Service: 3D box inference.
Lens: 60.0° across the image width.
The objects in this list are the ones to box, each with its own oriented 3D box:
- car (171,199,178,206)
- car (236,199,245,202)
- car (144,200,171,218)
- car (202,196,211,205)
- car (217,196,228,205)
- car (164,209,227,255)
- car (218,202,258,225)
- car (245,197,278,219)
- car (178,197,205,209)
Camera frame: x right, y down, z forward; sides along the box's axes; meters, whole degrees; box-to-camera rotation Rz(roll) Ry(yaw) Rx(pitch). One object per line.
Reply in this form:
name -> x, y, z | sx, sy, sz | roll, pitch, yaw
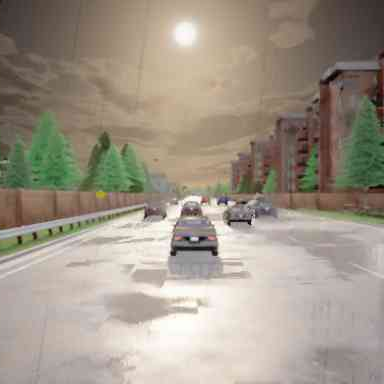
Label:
car -> -3.863, 2.206, 71.360 | 2.128, 1.511, 4.902 | 0, -1, 0
car -> 10.150, 2.161, 69.181 | 1.837, 1.490, 4.892 | 0, -1, 0
car -> -3.542, 1.672, 33.628 | 2.097, 1.767, 4.553 | 0, -1, 0
car -> 3.117, 1.938, 74.747 | 2.150, 2.045, 5.566 | 0, -1, 0
car -> 6.630, 1.918, 72.536 | 2.150, 2.045, 5.566 | 0, -1, 0
car -> 0.074, 1.682, 13.958 | 2.033, 1.411, 5.357 | 0, -1, 0
car -> 3.496, 1.800, 26.361 | 2.033, 1.411, 5.357 | 0, -1, 0
car -> 6.961, 1.668, 33.042 | 2.097, 1.767, 4.553 | 0, -1, 0
car -> -0.043, 1.675, 33.859 | 2.097, 1.767, 4.553 | 0, -1, 0
